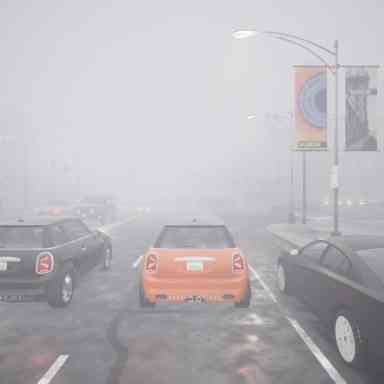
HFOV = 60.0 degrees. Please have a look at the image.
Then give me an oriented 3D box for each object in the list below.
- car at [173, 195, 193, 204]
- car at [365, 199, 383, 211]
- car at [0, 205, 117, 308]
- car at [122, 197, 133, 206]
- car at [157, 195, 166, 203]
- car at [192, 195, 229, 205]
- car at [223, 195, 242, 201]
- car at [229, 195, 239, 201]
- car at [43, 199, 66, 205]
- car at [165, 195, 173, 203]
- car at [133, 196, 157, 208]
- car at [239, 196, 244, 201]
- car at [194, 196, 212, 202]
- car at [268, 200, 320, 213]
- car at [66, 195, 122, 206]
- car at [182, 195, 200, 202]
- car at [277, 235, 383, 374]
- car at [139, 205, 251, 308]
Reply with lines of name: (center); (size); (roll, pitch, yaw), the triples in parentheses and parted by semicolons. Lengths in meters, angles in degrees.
car: (-1.399, 1.505, 62.085); (1.837, 1.490, 4.892); (-1, 0, 17)
car: (23.408, 1.503, 39.970); (4.892, 1.490, 1.837); (0, 0, 0)
car: (-3.435, 1.352, 8.093); (2.097, 1.767, 4.553); (0, 0, 0)
car: (-10.257, 1.547, 53.571); (2.033, 1.411, 5.357); (0, 0, 3)
car: (-6.571, 1.352, 69.048); (2.097, 1.767, 4.553); (0, 0, 23)
car: (2.525, 1.478, 46.649); (1.882, 1.535, 5.008); (-1, 0, -31)
car: (11.052, 1.524, 89.831); (4.902, 1.511, 2.128); (0, 0, -37)
car: (7.491, 1.523, 72.408); (2.128, 1.511, 4.902); (0, 0, 40)
car: (-10.588, 1.352, 26.255); (2.097, 1.767, 4.553); (0, 0, 0)
car: (-3.041, 1.525, 68.292); (1.812, 1.442, 4.674); (0, 0, 24)
car: (-6.886, 1.564, 48.956); (1.994, 1.385, 4.181); (0, 0, 2)
car: (13.379, 1.595, 87.189); (4.718, 1.301, 1.895); (0, 0, -37)
car: (2.611, 1.553, 77.555); (1.994, 1.385, 4.181); (0, 0, 36)
car: (11.222, 1.547, 36.648); (5.357, 1.411, 2.033); (0, 0, 5)
car: (-7.092, 1.221, 24.717); (2.150, 2.045, 5.566); (0, 0, 0)
car: (-0.241, 1.500, 79.604); (1.837, 1.490, 4.892); (0, 0, 36)
car: (2.902, 1.480, 5.739); (2.097, 1.535, 5.008); (0, 0, 0)
car: (0.066, 1.352, 8.089); (2.097, 1.767, 4.553); (0, 0, 0)
